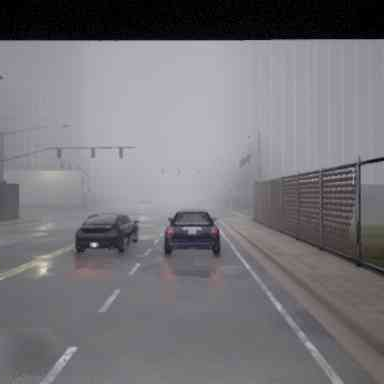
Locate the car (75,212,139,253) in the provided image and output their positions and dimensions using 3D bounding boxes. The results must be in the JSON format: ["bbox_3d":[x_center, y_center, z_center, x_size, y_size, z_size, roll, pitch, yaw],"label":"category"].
[{"bbox_3d":[-3.488,1.643,14.305,1.837,1.490,4.892,0,0,0],"label":"car"}]

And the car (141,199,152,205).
[{"bbox_3d":[-10.452,2.308,76.133,1.895,1.301,4.718,0,-1,0],"label":"car"}]

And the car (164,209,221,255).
[{"bbox_3d":[0.011,1.483,14.080,2.097,1.767,4.553,0,-1,0],"label":"car"}]
